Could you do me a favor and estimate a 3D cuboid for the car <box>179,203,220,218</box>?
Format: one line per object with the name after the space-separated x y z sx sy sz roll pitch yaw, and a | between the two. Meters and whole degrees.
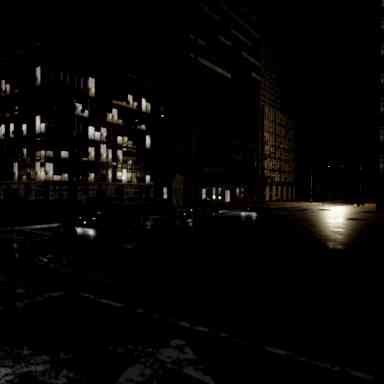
0.674 1.707 31.834 1.895 1.301 4.718 1 0 37 | car

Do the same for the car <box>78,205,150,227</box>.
-5.374 1.607 23.734 2.033 1.411 5.357 1 0 37 | car

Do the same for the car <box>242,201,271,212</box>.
8.116 1.763 41.759 1.895 1.301 4.718 1 0 37 | car
